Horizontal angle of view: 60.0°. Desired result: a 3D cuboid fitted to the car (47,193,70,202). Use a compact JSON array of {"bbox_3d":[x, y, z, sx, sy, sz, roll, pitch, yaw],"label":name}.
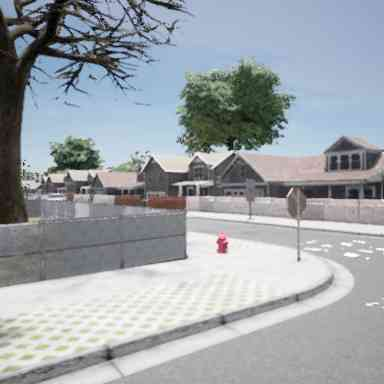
[{"bbox_3d":[-18.871,1.225,46.717,2.150,2.045,5.566,0,0,-36],"label":"car"}]
